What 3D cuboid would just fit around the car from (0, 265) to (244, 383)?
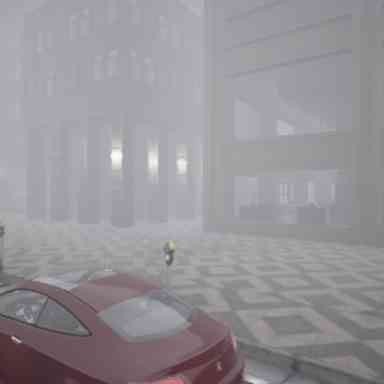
[{"bbox_3d":[-1.435,1.568,3.977,4.206,1.307,1.802,0,0,35],"label":"car"}]
